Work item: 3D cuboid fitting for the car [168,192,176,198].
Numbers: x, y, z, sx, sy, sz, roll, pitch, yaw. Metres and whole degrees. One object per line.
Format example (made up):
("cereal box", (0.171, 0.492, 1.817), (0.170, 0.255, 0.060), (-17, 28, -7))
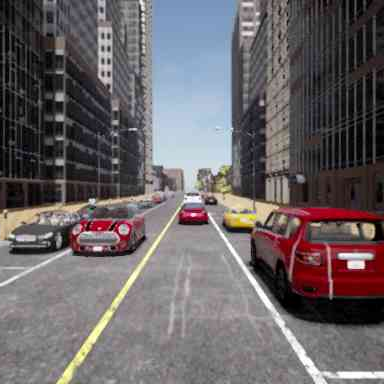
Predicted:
("car", (-5.707, 0.826, 93.236), (1.947, 1.339, 4.313), (0, 0, 0))

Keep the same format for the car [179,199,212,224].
("car", (0.095, 1.390, 23.187), (1.994, 1.385, 4.181), (0, 0, 0))

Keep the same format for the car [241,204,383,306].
("car", (2.694, 1.257, 7.843), (2.192, 1.841, 5.009), (0, 0, 0))

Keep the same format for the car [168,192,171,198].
("car", (-5.701, 1.079, 64.776), (1.802, 1.307, 4.206), (0, 0, 0))

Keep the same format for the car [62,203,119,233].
("car", (-5.691, 1.423, 19.239), (1.947, 1.339, 4.313), (0, 0, 0))

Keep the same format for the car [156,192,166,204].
("car", (-5.698, 1.134, 53.391), (1.887, 1.381, 4.507), (0, 0, 0))

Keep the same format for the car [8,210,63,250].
("car", (-5.689, 1.451, 13.547), (2.008, 1.369, 4.403), (0, 0, 0))

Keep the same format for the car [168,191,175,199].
("car", (-5.704, 0.796, 81.850), (1.967, 1.590, 4.097), (0, 0, 0))

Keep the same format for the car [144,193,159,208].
("car", (-5.696, 1.231, 42.007), (2.008, 1.369, 4.403), (0, 0, 0))

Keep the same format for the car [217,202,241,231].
("car", (2.690, 1.381, 19.398), (1.752, 1.417, 4.829), (0, 0, 0))

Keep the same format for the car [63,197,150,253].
("car", (-3.103, 1.255, 13.175), (2.097, 1.767, 4.553), (0, 0, 0))

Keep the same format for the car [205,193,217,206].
("car", (2.684, 1.201, 47.688), (1.947, 1.339, 4.313), (0, 0, 0))

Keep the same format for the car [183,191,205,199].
("car", (0.091, 0.914, 40.668), (2.150, 2.045, 5.566), (0, 1, 0))

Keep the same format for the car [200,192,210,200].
("car", (2.680, 0.891, 70.454), (1.967, 1.590, 4.097), (0, 0, 0))

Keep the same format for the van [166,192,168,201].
("van", (-5.698, 0.885, 59.082), (1.690, 1.788, 3.998), (0, 0, 0))

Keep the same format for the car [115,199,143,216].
("car", (-5.693, 1.351, 30.622), (1.802, 1.307, 4.206), (0, 0, 0))

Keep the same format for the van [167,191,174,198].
("van", (-5.704, 0.649, 87.542), (1.690, 1.788, 3.998), (0, 0, 0))

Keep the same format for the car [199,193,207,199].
("car", (2.676, 0.938, 81.839), (1.802, 1.307, 4.206), (0, 0, 0))
